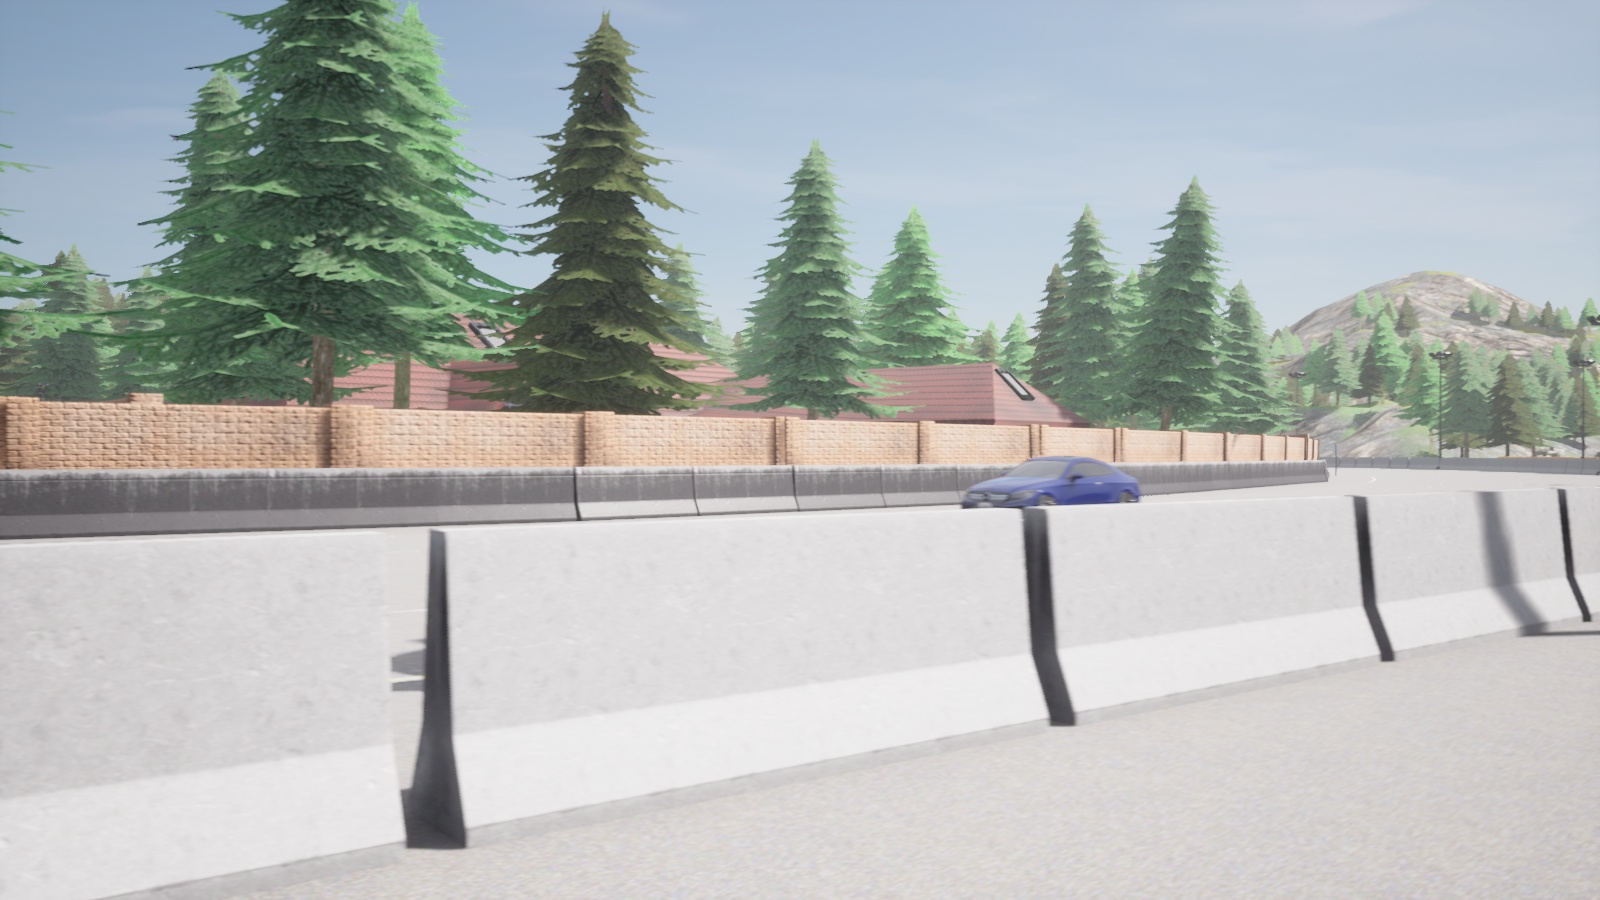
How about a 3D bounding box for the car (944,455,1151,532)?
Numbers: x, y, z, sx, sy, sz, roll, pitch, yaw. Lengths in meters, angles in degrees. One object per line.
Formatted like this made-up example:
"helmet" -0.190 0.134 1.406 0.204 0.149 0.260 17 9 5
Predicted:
"car" 5.214 0.830 26.046 4.674 1.442 1.812 0 0 -43
